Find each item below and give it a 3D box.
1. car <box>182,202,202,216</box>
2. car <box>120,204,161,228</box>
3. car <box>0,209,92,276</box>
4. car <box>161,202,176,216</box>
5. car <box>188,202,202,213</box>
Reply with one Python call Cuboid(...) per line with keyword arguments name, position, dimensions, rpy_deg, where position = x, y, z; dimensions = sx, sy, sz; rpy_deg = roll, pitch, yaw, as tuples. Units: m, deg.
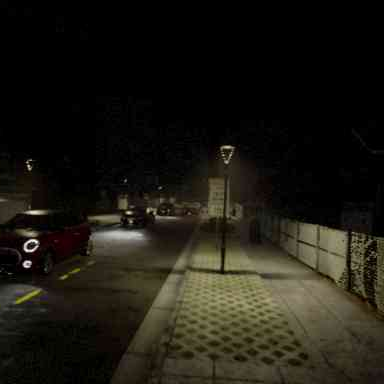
Cuboid(name="car", position=(-0.113, 2.244, 40.726), dimensions=(1.895, 1.301, 4.718), rpy_deg=(2, -1, 4))
Cuboid(name="car", position=(-3.967, 1.780, 24.947), dimensions=(2.128, 1.511, 4.902), rpy_deg=(2, -1, 4))
Cuboid(name="car", position=(-4.841, 1.390, 10.539), dimensions=(2.097, 1.767, 4.553), rpy_deg=(2, -1, 3))
Cuboid(name="car", position=(-3.040, 2.019, 39.524), dimensions=(1.837, 1.490, 4.892), rpy_deg=(2, -1, 4))
Cuboid(name="car", position=(0.444, 2.298, 50.712), dimensions=(1.812, 1.442, 4.674), rpy_deg=(2, 0, 4))
